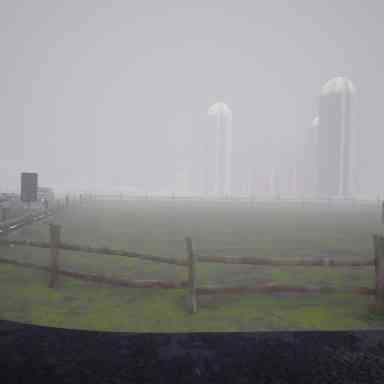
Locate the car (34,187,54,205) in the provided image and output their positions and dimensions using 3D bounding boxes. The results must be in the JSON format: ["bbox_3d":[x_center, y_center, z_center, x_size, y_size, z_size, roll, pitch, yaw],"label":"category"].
[{"bbox_3d":[-18.029,0.395,39.599,2.150,2.045,5.566,2,1,-9],"label":"car"}]

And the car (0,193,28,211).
[{"bbox_3d":[-16.194,0.826,29.147,2.128,1.511,4.902,2,1,-10],"label":"car"}]
